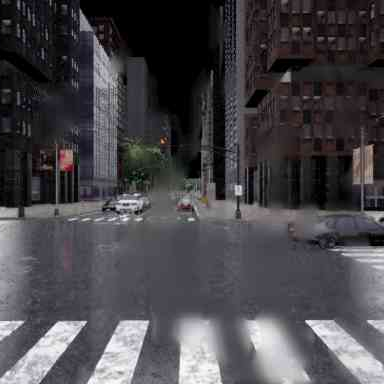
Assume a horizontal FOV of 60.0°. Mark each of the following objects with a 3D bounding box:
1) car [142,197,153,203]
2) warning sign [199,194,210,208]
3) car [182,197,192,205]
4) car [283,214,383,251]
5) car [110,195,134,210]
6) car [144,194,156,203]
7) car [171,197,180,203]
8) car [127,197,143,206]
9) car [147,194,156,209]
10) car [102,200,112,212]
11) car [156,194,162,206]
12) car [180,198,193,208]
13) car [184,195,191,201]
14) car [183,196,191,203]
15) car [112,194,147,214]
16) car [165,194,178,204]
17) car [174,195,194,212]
[{"bbox_3d":[-9.536,1.681,71.428,1.802,1.307,4.206,0,0,-1],"label":"car"},{"bbox_3d":[1.565,1.139,42.641,1.300,1.860,1.060,0,0,-1],"label":"warning sign"},{"bbox_3d":[-0.912,1.614,60.648,1.887,1.381,4.507,0,0,-1],"label":"car"},{"bbox_3d":[6.730,1.675,14.179,5.357,1.411,2.033,1,0,0],"label":"car"},{"bbox_3d":[-9.288,1.343,44.300,2.192,1.841,5.009,0,0,-1],"label":"car"},{"bbox_3d":[-9.587,1.431,76.854,2.192,1.841,5.009,0,0,-1],"label":"car"},{"bbox_3d":[-3.807,1.708,75.779,1.895,1.301,4.718,0,0,-1],"label":"car"},{"bbox_3d":[-9.385,1.580,54.980,1.752,1.417,4.829,0,0,-1],"label":"car"},{"bbox_3d":[-6.629,1.383,45.536,2.097,1.767,4.553,0,0,0],"label":"car"},{"bbox_3d":[-9.237,1.581,38.873,1.947,1.339,4.313,0,0,-1],"label":"car"},{"bbox_3d":[-6.712,1.409,55.738,2.097,1.767,4.553,0,0,0],"label":"car"},{"bbox_3d":[-0.812,1.623,49.798,1.802,1.307,4.206,0,0,-1],"label":"car"},{"bbox_3d":[-1.162,1.590,87.772,1.967,1.590,4.097,0,0,-1],"label":"car"},{"bbox_3d":[-1.013,1.625,71.667,1.752,1.417,4.829,0,0,-1],"label":"car"},{"bbox_3d":[-6.542,1.229,35.511,2.150,2.045,5.566,0,0,-1],"label":"car"},{"bbox_3d":[-3.618,1.574,65.591,2.128,1.511,4.902,0,0,0],"label":"car"},{"bbox_3d":[-0.713,1.455,38.949,1.967,1.590,4.097,0,0,-1],"label":"car"}]
